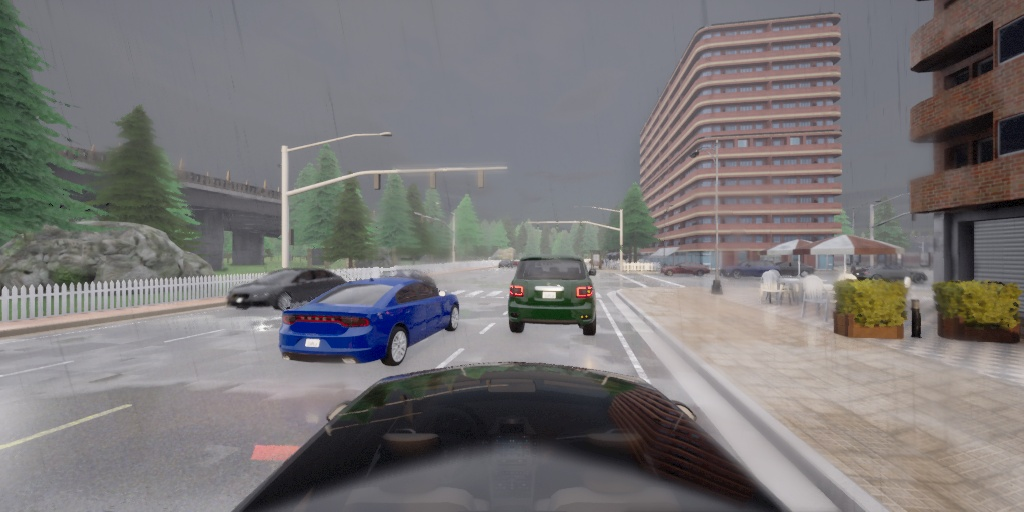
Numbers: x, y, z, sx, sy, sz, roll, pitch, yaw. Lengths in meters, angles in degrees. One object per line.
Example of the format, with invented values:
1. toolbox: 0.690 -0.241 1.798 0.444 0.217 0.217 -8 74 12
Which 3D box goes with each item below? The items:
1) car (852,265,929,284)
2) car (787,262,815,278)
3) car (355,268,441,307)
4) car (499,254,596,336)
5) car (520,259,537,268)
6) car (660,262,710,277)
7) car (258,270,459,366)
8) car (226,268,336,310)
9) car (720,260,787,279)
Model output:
1. car: 28.809 1.369 27.464 4.181 1.385 1.994 0 0 10
2. car: 26.595 1.310 35.116 4.892 1.490 1.837 0 0 10
3. car: -4.978 1.314 16.346 1.994 1.385 4.181 0 0 10
4. car: 1.314 0.971 10.700 2.150 2.045 5.566 0 0 10
5. car: 2.842 1.241 60.650 2.128 1.511 4.902 0 0 10
6. car: 17.680 1.331 36.783 4.674 1.442 1.812 0 0 12
7. car: -2.713 1.228 8.119 1.882 1.535 5.008 0 0 10
8. car: -8.846 1.255 14.566 1.837 1.490 4.892 0 0 10
9. car: 21.500 1.157 32.476 4.553 1.767 2.097 0 0 10
